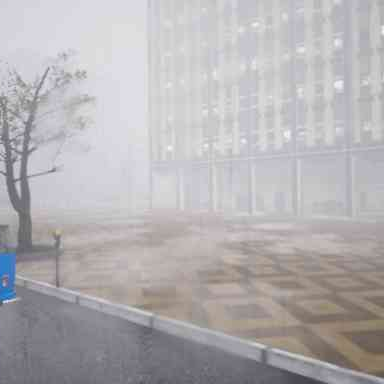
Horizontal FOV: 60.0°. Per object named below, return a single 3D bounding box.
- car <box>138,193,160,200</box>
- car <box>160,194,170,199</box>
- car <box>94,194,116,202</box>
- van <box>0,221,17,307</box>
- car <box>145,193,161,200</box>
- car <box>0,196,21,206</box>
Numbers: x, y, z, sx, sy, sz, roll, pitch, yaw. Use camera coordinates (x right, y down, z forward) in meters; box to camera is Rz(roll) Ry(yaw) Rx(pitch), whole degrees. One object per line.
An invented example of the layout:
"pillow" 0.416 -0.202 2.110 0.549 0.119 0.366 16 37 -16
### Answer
"car" -9.555 1.118 70.716 2.008 1.369 4.403 -1 0 36
"car" -6.315 1.073 75.194 1.887 1.381 4.507 -1 0 36
"car" -16.037 1.087 61.759 1.967 1.590 4.097 -1 0 36
"van" -5.137 1.346 6.584 3.998 1.788 1.690 0 -1 35
"car" -9.865 1.058 84.585 1.967 1.590 4.097 -1 0 36
"car" -25.756 1.211 48.324 1.967 1.590 4.097 -1 0 36
